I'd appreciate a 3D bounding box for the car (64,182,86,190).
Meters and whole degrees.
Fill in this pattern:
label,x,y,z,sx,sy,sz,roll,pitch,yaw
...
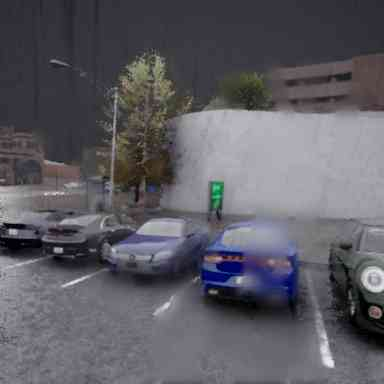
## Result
label,x,y,z,sx,sy,sz,roll,pitch,yaw
car,-25.383,-1.342,70.656,4.674,1.452,2.002,2,5,36

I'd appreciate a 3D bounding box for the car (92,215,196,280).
label,x,y,z,sx,sy,sz,roll,pitch,yaw
car,-0.728,1.495,10.078,2.002,1.452,4.674,1,-1,17

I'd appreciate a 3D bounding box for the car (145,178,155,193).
label,x,y,z,sx,sy,sz,roll,pitch,yaw
car,-9.477,-0.848,60.740,5.566,2.045,2.435,4,8,38

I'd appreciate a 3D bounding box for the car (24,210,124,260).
label,x,y,z,sx,sy,sz,roll,pitch,yaw
car,-3.094,1.444,11.855,2.231,1.521,4.892,0,-1,18

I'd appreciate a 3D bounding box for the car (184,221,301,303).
label,x,y,z,sx,sy,sz,roll,pitch,yaw
car,1.636,1.467,8.314,2.097,1.535,5.008,0,-1,17

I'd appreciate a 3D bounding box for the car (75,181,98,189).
label,x,y,z,sx,sy,sz,roll,pitch,yaw
car,-22.922,-1.517,72.295,4.792,1.488,2.163,2,5,36

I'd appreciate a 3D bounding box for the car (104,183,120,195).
label,x,y,z,sx,sy,sz,roll,pitch,yaw
car,-14.520,-0.273,57.564,5.008,1.535,2.097,4,7,38

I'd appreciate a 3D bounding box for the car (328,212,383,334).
label,x,y,z,sx,sy,sz,roll,pitch,yaw
car,4.040,1.356,6.612,2.185,1.767,4.553,1,0,16

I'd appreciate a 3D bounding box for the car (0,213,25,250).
label,x,y,z,sx,sy,sz,roll,pitch,yaw
car,-5.420,1.464,13.695,2.163,1.488,4.792,0,-1,18

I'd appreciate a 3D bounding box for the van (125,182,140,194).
label,x,y,z,sx,sy,sz,roll,pitch,yaw
van,-11.890,-0.652,59.064,4.442,1.987,1.878,4,7,38
